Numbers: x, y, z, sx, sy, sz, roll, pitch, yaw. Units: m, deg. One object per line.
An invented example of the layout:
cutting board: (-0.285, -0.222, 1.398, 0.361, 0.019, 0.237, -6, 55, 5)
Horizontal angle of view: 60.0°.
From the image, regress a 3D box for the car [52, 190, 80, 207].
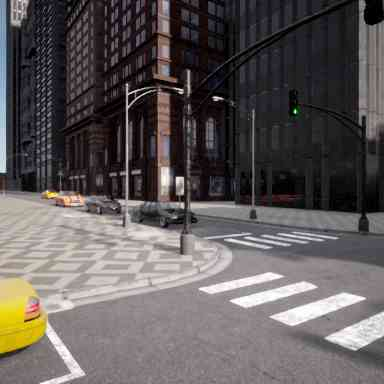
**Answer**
car: (-13.428, 0.681, 36.355, 2.097, 1.767, 4.553, 0, 1, -35)

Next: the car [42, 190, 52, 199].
car: (-24.392, 0.422, 57.049, 1.882, 1.535, 5.008, 0, 1, -36)

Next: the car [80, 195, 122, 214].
car: (-7.578, 1.013, 28.219, 1.837, 1.490, 4.892, 0, 1, -36)

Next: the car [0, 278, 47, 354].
car: (-4.251, 1.525, 3.617, 4.829, 1.417, 1.752, 0, 0, -35)

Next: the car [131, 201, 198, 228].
car: (-1.863, 1.237, 20.275, 2.033, 1.411, 5.357, 0, 1, -36)
